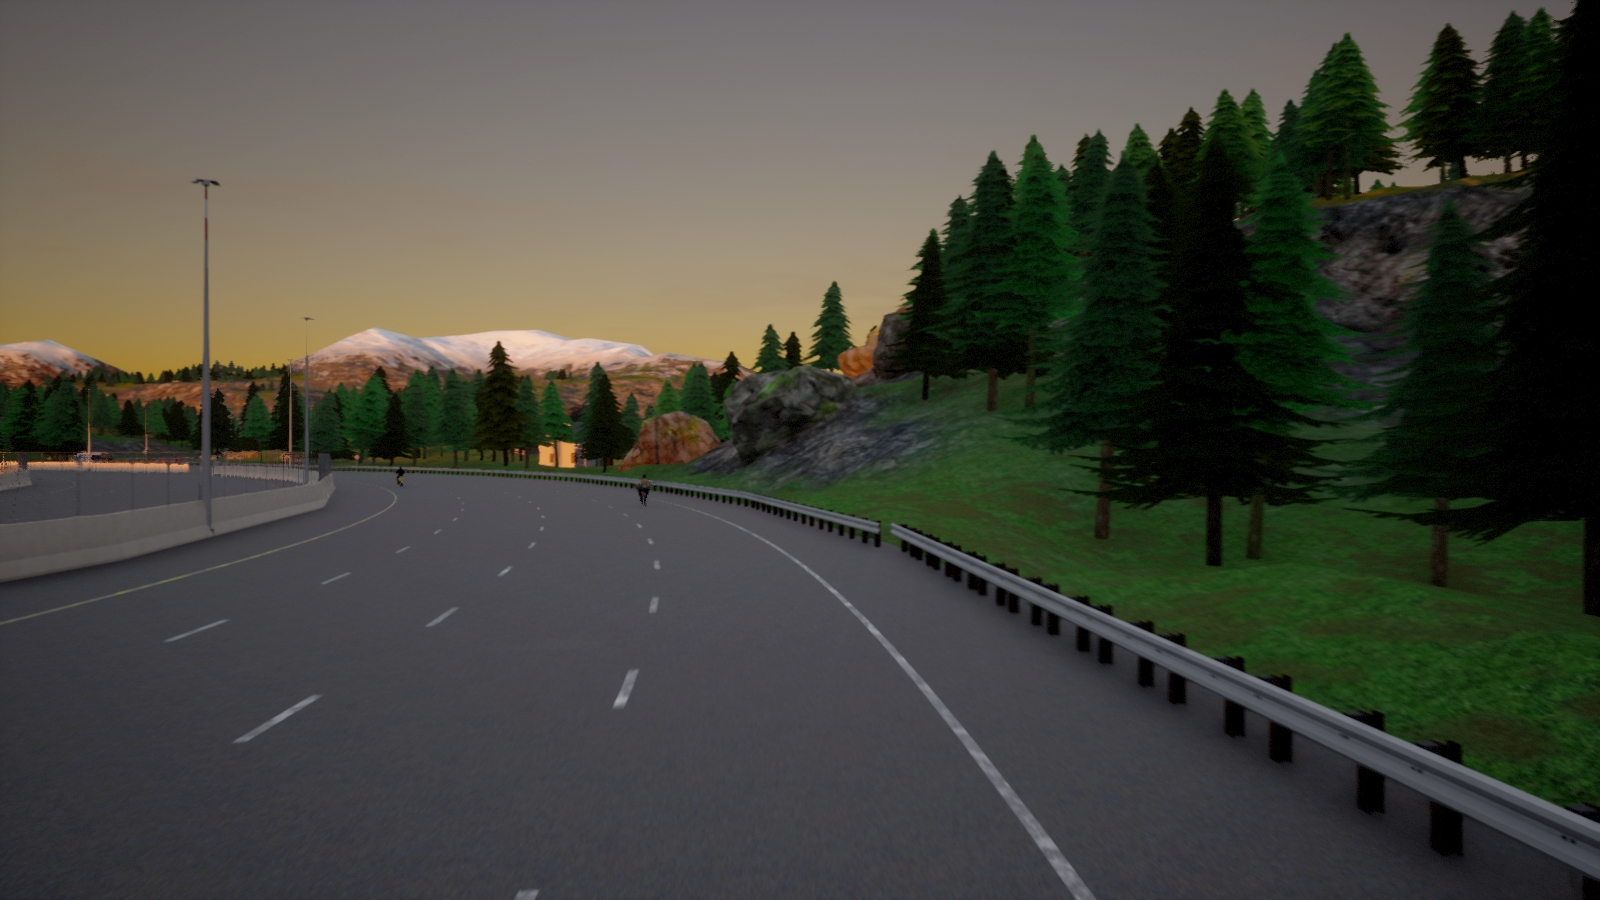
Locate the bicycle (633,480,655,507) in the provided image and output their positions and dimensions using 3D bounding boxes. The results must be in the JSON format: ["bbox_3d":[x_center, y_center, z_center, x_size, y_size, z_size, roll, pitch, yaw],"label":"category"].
[{"bbox_3d":[-7.771,2.159,56.862,0.859,1.295,1.487,0,0,-15],"label":"bicycle"}]
